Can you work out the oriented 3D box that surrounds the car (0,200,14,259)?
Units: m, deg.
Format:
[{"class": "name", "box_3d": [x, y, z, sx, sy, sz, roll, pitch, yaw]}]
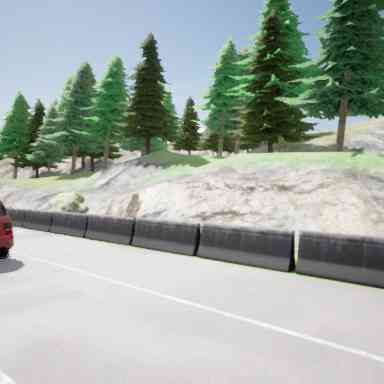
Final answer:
[{"class": "car", "box_3d": [-8.157, 1.199, 11.459, 5.566, 2.045, 2.150, 0, 0, 41]}]
